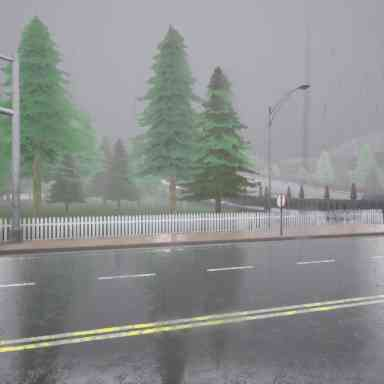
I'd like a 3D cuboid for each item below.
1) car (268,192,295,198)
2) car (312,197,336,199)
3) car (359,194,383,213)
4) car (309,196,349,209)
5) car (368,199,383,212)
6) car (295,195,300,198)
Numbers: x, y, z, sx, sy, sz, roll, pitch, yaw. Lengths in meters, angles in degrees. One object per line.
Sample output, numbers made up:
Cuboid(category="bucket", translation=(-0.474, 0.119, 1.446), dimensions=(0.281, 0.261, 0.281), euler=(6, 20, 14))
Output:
Cuboid(category="car", translation=(13.252, 0.815, 51.752), dimensions=(2.097, 1.767, 4.553), euler=(0, 4, -19))
Cuboid(category="car", translation=(16.498, 1.440, 42.518), dimensions=(1.812, 1.442, 4.674), euler=(0, 1, -19))
Cuboid(category="car", translation=(19.664, 1.217, 33.584), dimensions=(2.150, 2.045, 5.566), euler=(0, 0, -20))
Cuboid(category="car", translation=(18.931, 1.380, 46.132), dimensions=(2.033, 1.411, 5.357), euler=(0, 2, -20))
Cuboid(category="car", translation=(22.151, 1.555, 37.049), dimensions=(1.994, 1.385, 4.181), euler=(0, 0, -20))
Cuboid(category="car", translation=(15.935, 0.876, 54.653), dimensions=(2.033, 1.411, 5.357), euler=(0, 4, -20))
